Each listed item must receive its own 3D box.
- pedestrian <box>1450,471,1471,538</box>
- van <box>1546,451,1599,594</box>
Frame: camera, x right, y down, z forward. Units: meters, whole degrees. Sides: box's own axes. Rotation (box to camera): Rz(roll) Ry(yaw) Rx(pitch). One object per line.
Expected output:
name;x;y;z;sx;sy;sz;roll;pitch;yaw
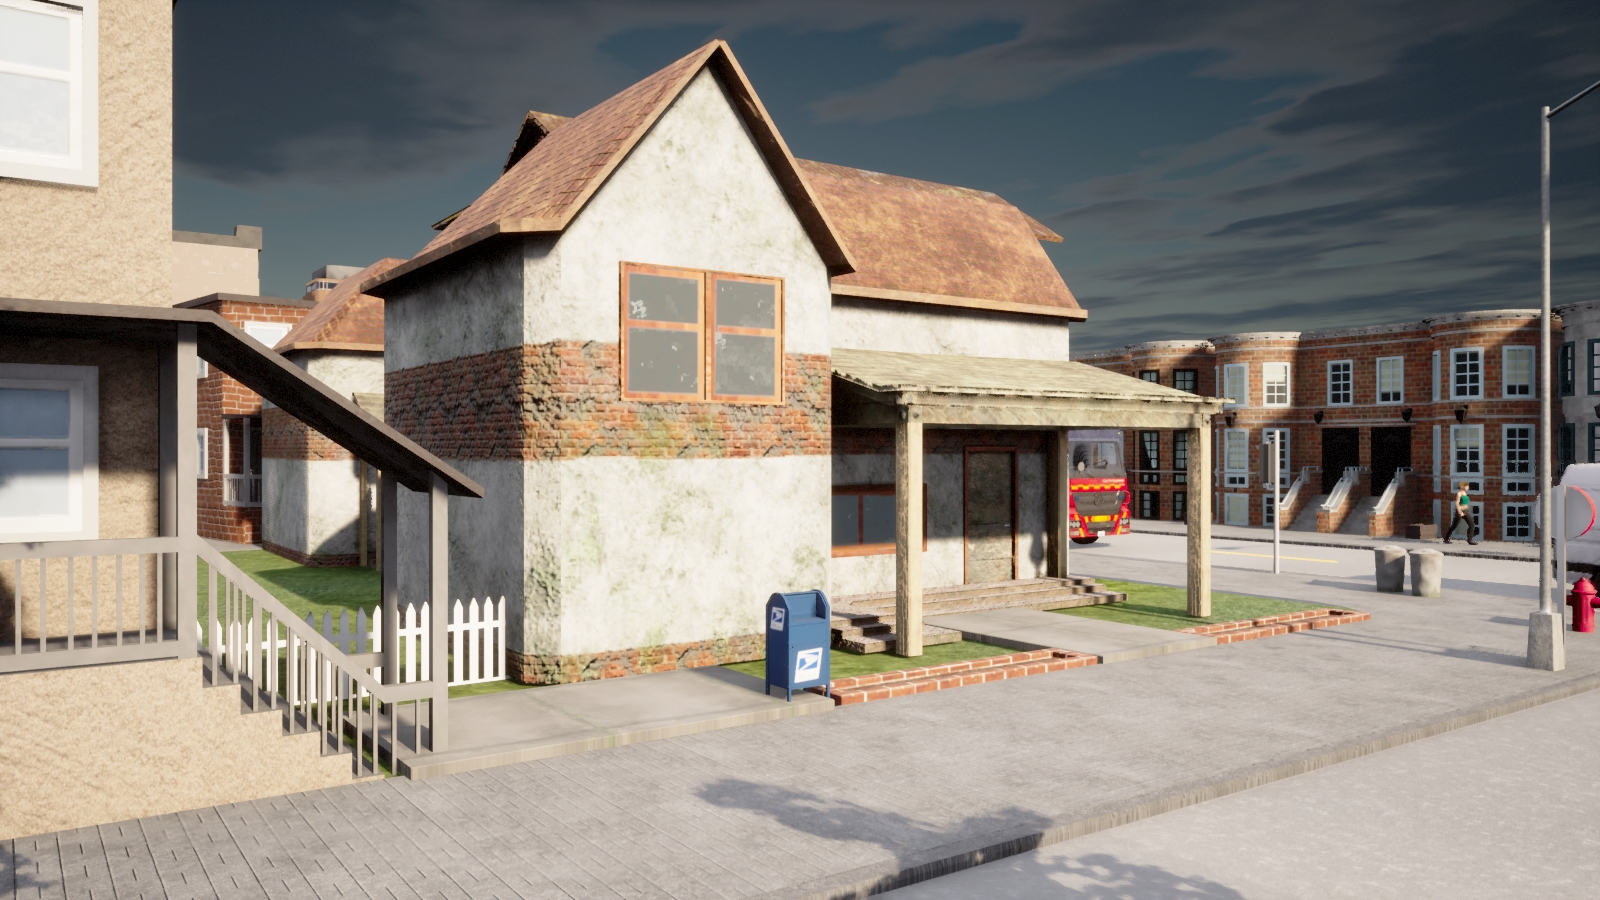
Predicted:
pedestrian;18.551;1.511;32.086;0.375;1.860;0.375;0;0;-28
van;16.080;1.305;19.138;1.988;2.561;5.915;0;0;-23
